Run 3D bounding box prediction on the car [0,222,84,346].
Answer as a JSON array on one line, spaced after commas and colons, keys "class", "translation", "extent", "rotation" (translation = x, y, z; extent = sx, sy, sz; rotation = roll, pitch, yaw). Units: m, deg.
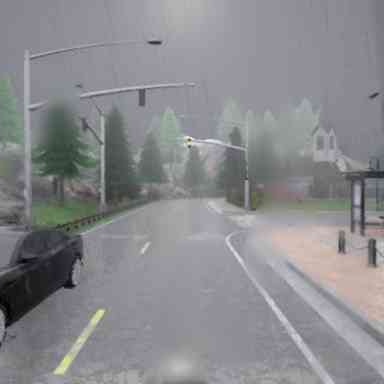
[{"class": "car", "translation": [-3.533, 1.387, 6.017], "extent": [1.882, 1.535, 5.008], "rotation": [0, 1, 0]}]
